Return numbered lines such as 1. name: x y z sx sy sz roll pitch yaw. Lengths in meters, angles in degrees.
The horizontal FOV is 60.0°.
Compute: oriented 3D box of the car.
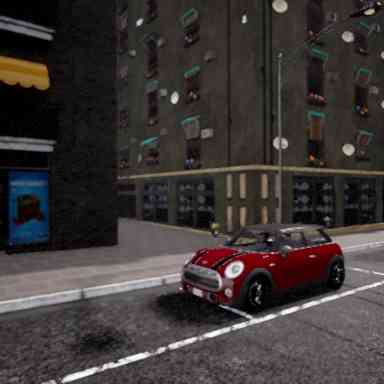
1. car: 1.742 1.500 7.814 4.097 1.590 1.967 1 -1 -35
